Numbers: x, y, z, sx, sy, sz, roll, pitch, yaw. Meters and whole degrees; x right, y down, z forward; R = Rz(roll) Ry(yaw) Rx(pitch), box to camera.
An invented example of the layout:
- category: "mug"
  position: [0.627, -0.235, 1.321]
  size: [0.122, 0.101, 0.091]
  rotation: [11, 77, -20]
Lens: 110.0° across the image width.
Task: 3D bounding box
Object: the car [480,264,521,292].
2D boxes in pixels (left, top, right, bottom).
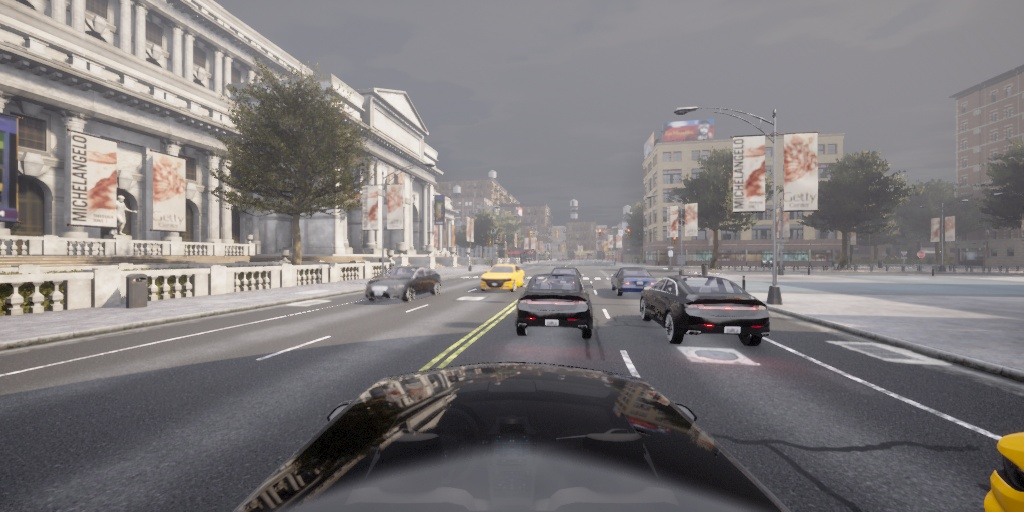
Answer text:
- category: "car"
  position: [-0.452, 1.229, 21.299]
  size: [1.882, 1.535, 5.008]
  rotation: [0, 0, 11]

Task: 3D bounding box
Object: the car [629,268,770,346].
- category: "car"
  position: [4.695, 1.242, 9.450]
  size: [2.128, 1.511, 4.902]
  rotation: [0, 0, 9]

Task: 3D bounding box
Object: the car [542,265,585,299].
- category: "car"
  position: [2.924, 1.297, 19.700]
  size: [2.033, 1.411, 5.357]
  rotation: [0, 0, 11]

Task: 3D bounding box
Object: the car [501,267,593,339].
- category: "car"
  position: [1.259, 1.242, 10.222]
  size: [2.128, 1.511, 4.902]
  rotation: [0, 0, 9]

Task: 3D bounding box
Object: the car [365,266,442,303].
- category: "car"
  position: [-4.889, 1.243, 16.794]
  size: [2.128, 1.511, 4.902]
  rotation: [0, 0, 11]

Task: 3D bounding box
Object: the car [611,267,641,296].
- category: "car"
  position: [6.374, 1.297, 19.058]
  size: [2.033, 1.411, 5.357]
  rotation: [0, 0, 11]
